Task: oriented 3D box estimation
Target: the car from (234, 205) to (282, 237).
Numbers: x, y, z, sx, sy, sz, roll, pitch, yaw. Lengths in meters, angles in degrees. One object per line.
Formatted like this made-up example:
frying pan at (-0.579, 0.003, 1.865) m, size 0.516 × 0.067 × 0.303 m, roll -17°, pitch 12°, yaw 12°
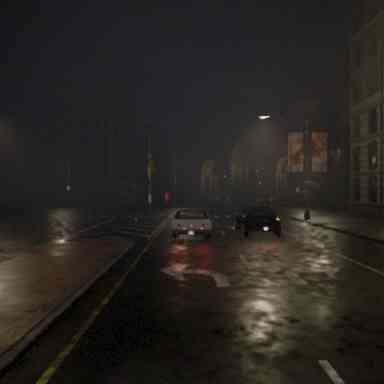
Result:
car at (3.477, 1.478, 18.033) m, size 1.837 × 1.490 × 4.892 m, roll 0°, pitch 0°, yaw 0°

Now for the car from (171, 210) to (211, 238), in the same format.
car at (-0.024, 1.576, 17.572) m, size 1.895 × 1.301 × 4.718 m, roll 0°, pitch 0°, yaw 0°
